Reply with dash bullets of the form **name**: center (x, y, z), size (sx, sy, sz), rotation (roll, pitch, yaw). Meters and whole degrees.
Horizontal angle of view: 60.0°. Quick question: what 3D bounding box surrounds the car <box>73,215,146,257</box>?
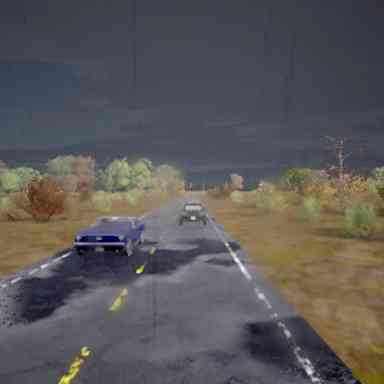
- **car**: center (-3.059, 1.610, 13.230), size (1.895, 1.301, 4.718), rotation (0, 0, 0)

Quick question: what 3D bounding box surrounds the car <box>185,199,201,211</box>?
- **car**: center (0.082, 1.627, 41.830), size (1.895, 1.301, 4.718), rotation (0, 0, 0)

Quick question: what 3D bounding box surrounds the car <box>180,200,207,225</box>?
- **car**: center (0.090, 1.541, 24.036), size (1.812, 1.442, 4.674), rotation (0, 0, 0)
